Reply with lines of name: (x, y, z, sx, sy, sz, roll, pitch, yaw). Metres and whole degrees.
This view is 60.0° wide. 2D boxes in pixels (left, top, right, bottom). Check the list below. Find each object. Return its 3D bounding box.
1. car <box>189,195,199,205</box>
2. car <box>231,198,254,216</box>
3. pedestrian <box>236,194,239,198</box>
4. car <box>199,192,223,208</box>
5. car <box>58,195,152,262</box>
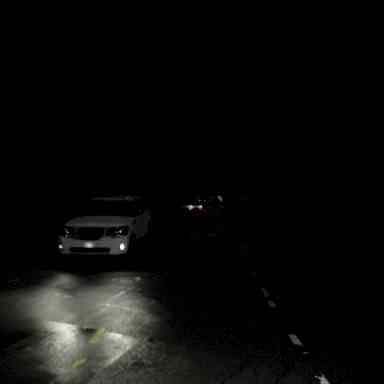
car: (0.763, 1.315, 52.956, 1.882, 1.535, 5.008, 0, 0, 8)
car: (4.567, 1.257, 30.358, 1.970, 1.475, 3.806, 0, 0, 5)
pedestrian: (4.473, 1.118, 32.735, 0.375, 1.860, 0.375, -1, 1, -10)
car: (2.622, 1.185, 43.909, 2.097, 1.767, 4.553, 0, 0, 8)
car: (-2.831, 1.142, 12.219, 2.150, 2.045, 5.566, 0, 0, 2)
